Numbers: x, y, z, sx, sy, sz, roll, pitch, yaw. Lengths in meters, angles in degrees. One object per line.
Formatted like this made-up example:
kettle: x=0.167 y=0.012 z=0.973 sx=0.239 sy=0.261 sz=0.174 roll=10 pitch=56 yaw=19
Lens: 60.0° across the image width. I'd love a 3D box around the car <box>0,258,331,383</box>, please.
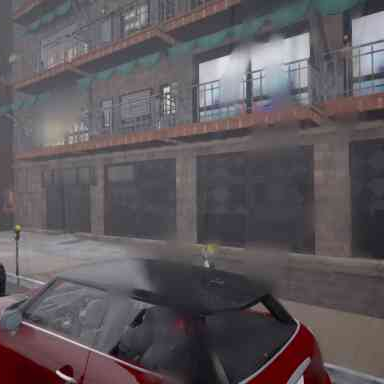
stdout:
car: x=-0.831 y=1.441 z=3.482 sx=4.097 sy=1.590 sz=1.967 roll=0 pitch=-1 yaw=36
